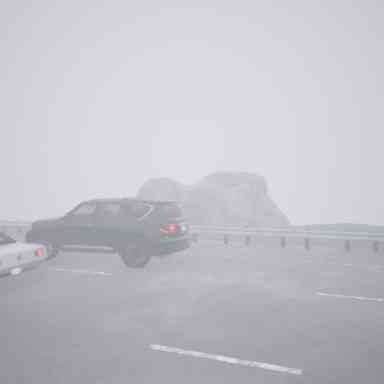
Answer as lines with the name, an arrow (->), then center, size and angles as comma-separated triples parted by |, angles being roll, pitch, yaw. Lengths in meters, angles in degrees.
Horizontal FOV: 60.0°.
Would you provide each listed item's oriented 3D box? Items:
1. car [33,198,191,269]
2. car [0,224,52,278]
car -> -2.793, 1.222, 11.152 | 5.566, 2.045, 2.150 | 0, 0, 18
car -> -6.290, 1.600, 8.608 | 4.718, 1.301, 1.895 | 0, 0, 18
